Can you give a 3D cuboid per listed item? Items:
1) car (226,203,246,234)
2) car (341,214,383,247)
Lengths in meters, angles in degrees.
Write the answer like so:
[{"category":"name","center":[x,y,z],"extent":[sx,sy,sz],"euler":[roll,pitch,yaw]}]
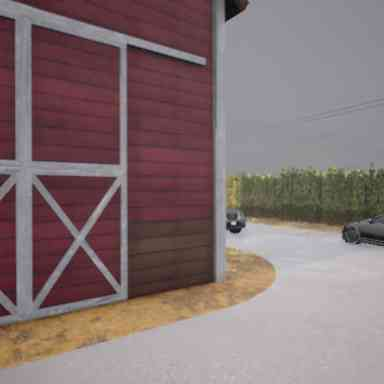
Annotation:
[{"category":"car","center":[0.556,1.172,18.512],"extent":[2.150,2.045,5.566],"euler":[0,0,-32]},{"category":"car","center":[7.902,1.501,12.903],"extent":[1.994,1.385,4.181],"euler":[0,0,-19]}]
